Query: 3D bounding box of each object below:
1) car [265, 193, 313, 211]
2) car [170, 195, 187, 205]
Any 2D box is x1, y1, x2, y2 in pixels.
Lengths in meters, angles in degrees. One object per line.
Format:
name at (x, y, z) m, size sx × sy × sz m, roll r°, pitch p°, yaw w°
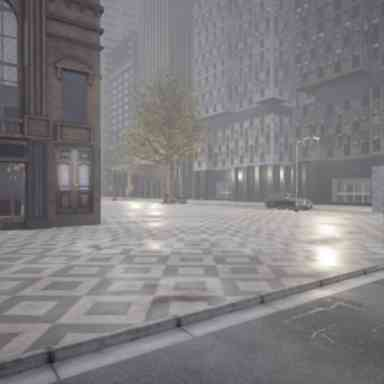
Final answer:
car at (10.767, 1.117, 37.434) m, size 2.150 × 2.045 × 5.566 m, roll 0°, pitch 0°, yaw -36°
car at (-2.721, 1.366, 56.427) m, size 1.837 × 1.490 × 4.892 m, roll 0°, pitch 0°, yaw -35°
